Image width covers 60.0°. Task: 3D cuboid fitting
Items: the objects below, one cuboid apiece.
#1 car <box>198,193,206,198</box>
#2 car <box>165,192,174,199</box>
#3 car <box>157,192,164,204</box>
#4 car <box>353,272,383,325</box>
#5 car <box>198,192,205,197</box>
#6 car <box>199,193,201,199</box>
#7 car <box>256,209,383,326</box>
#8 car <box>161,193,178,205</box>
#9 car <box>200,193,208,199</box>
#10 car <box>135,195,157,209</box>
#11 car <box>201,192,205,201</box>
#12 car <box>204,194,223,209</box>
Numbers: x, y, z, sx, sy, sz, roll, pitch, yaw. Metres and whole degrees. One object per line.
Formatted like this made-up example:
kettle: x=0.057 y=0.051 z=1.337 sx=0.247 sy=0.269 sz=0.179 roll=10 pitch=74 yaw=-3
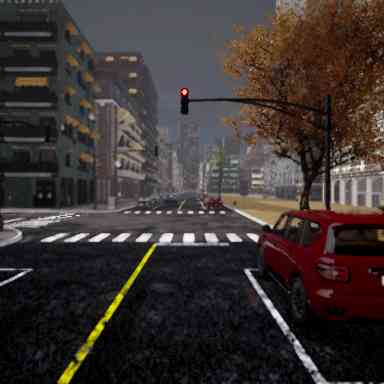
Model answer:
car: x=2.712 y=0.854 z=89.048 sx=1.887 sy=1.381 sz=4.507 roll=0 pitch=0 yaw=0
car: x=-5.669 y=0.788 z=83.517 sx=1.967 sy=1.590 sz=4.097 roll=0 pitch=0 yaw=0
car: x=-5.677 y=1.140 z=50.323 sx=2.008 sy=1.369 sz=4.403 roll=0 pitch=0 yaw=0
car: x=2.693 y=1.553 z=1.346 sx=1.947 sy=1.339 sz=4.313 roll=0 pitch=0 yaw=0
car: x=2.714 y=0.823 z=94.581 sx=2.008 sy=1.369 sz=4.403 roll=0 pitch=0 yaw=0
car: x=2.707 y=1.049 z=66.918 sx=1.802 sy=1.307 sz=4.206 roll=0 pitch=0 yaw=0
car: x=2.694 y=1.255 z=6.866 sx=2.192 sy=1.841 sz=5.009 roll=0 pitch=0 yaw=0
car: x=-2.988 y=1.212 z=48.540 sx=1.895 sy=1.301 sz=4.718 roll=0 pitch=1 yaw=0
car: x=2.710 y=0.911 z=78.153 sx=1.752 sy=1.417 sz=4.829 roll=0 pitch=0 yaw=0
car: x=-5.679 y=1.224 z=39.257 sx=2.008 sy=1.369 sz=4.403 roll=0 pitch=0 yaw=0
car: x=2.703 y=1.113 z=50.490 sx=1.752 sy=1.417 sz=4.829 roll=0 pitch=0 yaw=0
car: x=2.701 y=1.218 z=39.255 sx=1.887 sy=1.381 sz=4.507 roll=0 pitch=0 yaw=0
